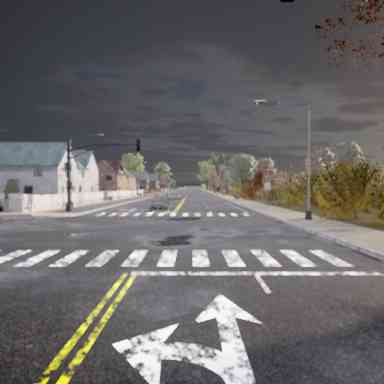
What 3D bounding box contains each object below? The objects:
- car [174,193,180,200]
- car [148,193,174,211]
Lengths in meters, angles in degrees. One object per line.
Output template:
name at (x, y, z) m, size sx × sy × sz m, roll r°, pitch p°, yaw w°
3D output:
car at (-3.078, 0.782, 58.352) m, size 1.895 × 1.301 × 4.718 m, roll 0°, pitch 1°, yaw 0°
car at (-3.152, 1.101, 33.255) m, size 1.837 × 1.490 × 4.892 m, roll 0°, pitch 3°, yaw 0°
